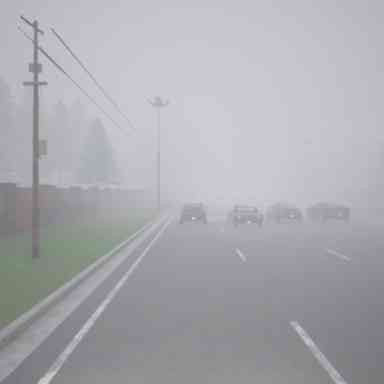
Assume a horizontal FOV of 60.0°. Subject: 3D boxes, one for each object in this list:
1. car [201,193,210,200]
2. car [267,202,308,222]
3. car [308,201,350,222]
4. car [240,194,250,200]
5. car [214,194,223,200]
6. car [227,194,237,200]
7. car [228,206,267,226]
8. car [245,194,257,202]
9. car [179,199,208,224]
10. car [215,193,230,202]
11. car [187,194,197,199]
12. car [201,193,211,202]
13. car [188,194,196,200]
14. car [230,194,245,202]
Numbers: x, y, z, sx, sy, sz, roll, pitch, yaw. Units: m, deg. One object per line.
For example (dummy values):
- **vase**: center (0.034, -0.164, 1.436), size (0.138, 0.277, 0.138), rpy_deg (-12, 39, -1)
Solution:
- **car**: center (3.510, 1.170, 88.224), size (2.097, 1.767, 4.553), rpy_deg (0, 0, 0)
- **car**: center (7.089, 1.520, 25.788), size (1.812, 1.442, 4.674), rpy_deg (0, 0, 0)
- **car**: center (10.603, 1.472, 26.266), size (1.882, 1.535, 5.008), rpy_deg (0, 0, 0)
- **car**: center (14.010, 1.354, 88.253), size (2.033, 1.411, 5.357), rpy_deg (0, 0, 0)
- **car**: center (7.010, 1.354, 88.254), size (2.033, 1.411, 5.357), rpy_deg (0, 0, 0)
- **car**: center (10.510, 1.339, 88.253), size (2.128, 1.511, 4.902), rpy_deg (0, 0, 0)
- **car**: center (3.603, 1.596, 23.233), size (1.895, 1.301, 4.718), rpy_deg (0, 0, 0)
- **car**: center (14.009, 1.475, 77.833), size (1.837, 1.490, 4.892), rpy_deg (0, 0, 0)
- **car**: center (0.103, 1.500, 24.717), size (1.837, 1.490, 4.892), rpy_deg (0, 0, 0)
- **car**: center (7.009, 1.201, 77.864), size (2.150, 2.045, 5.566), rpy_deg (0, 0, 0)
- **car**: center (0.009, 1.331, 78.188), size (2.097, 1.767, 4.553), rpy_deg (0, 0, 0)
- **car**: center (3.509, 1.476, 77.834), size (1.837, 1.490, 4.892), rpy_deg (0, 0, 0)
- **car**: center (0.010, 1.367, 88.255), size (1.994, 1.385, 4.181), rpy_deg (0, 0, 0)
- **car**: center (10.509, 1.571, 78.280), size (1.895, 1.301, 4.718), rpy_deg (0, 0, 0)
